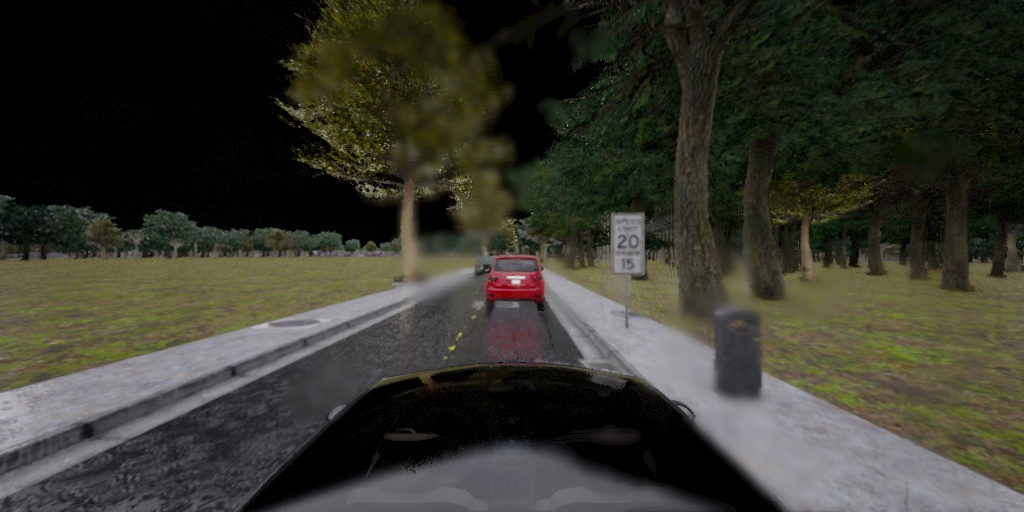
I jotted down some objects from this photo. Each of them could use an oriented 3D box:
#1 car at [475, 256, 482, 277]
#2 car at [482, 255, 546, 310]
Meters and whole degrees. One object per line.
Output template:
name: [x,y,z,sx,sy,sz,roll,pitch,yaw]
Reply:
car: [-2.274,0.979,35.222,2.150,2.045,5.566,0,0,1]
car: [0.177,0.990,14.978,2.150,2.045,5.566,0,0,1]
